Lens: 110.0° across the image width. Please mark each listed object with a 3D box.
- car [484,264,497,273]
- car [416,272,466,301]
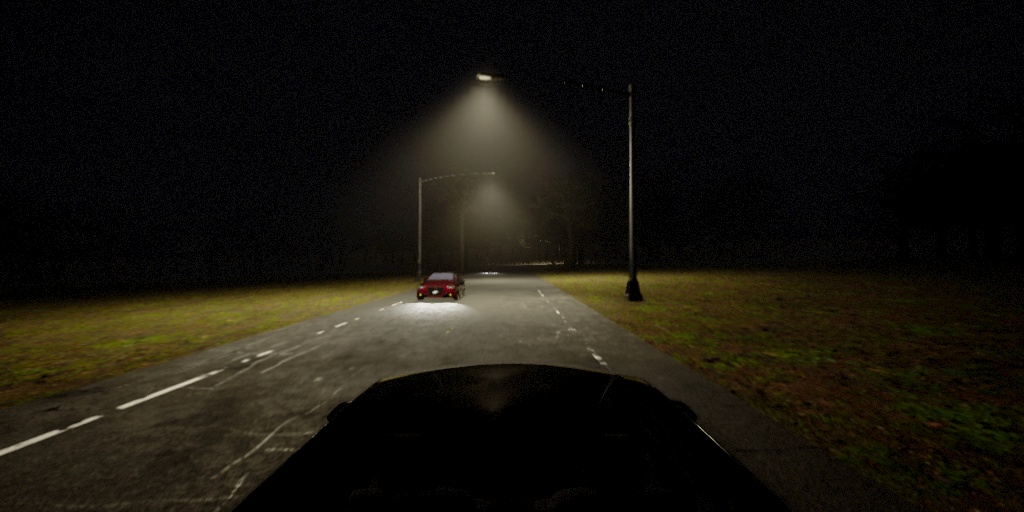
[{"bbox_3d":[-3.577,2.074,59.473,1.994,1.385,4.181,0,-1,0],"label":"car"},{"bbox_3d":[-3.605,1.533,18.859,1.994,1.385,4.181,0,-1,0],"label":"car"}]
